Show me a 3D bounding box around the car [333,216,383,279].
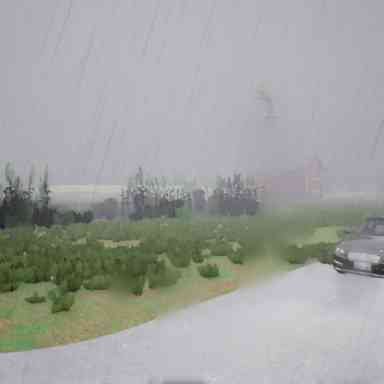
[{"bbox_3d":[5.751,1.491,9.652,2.128,1.511,4.902,0,0,44],"label":"car"}]
